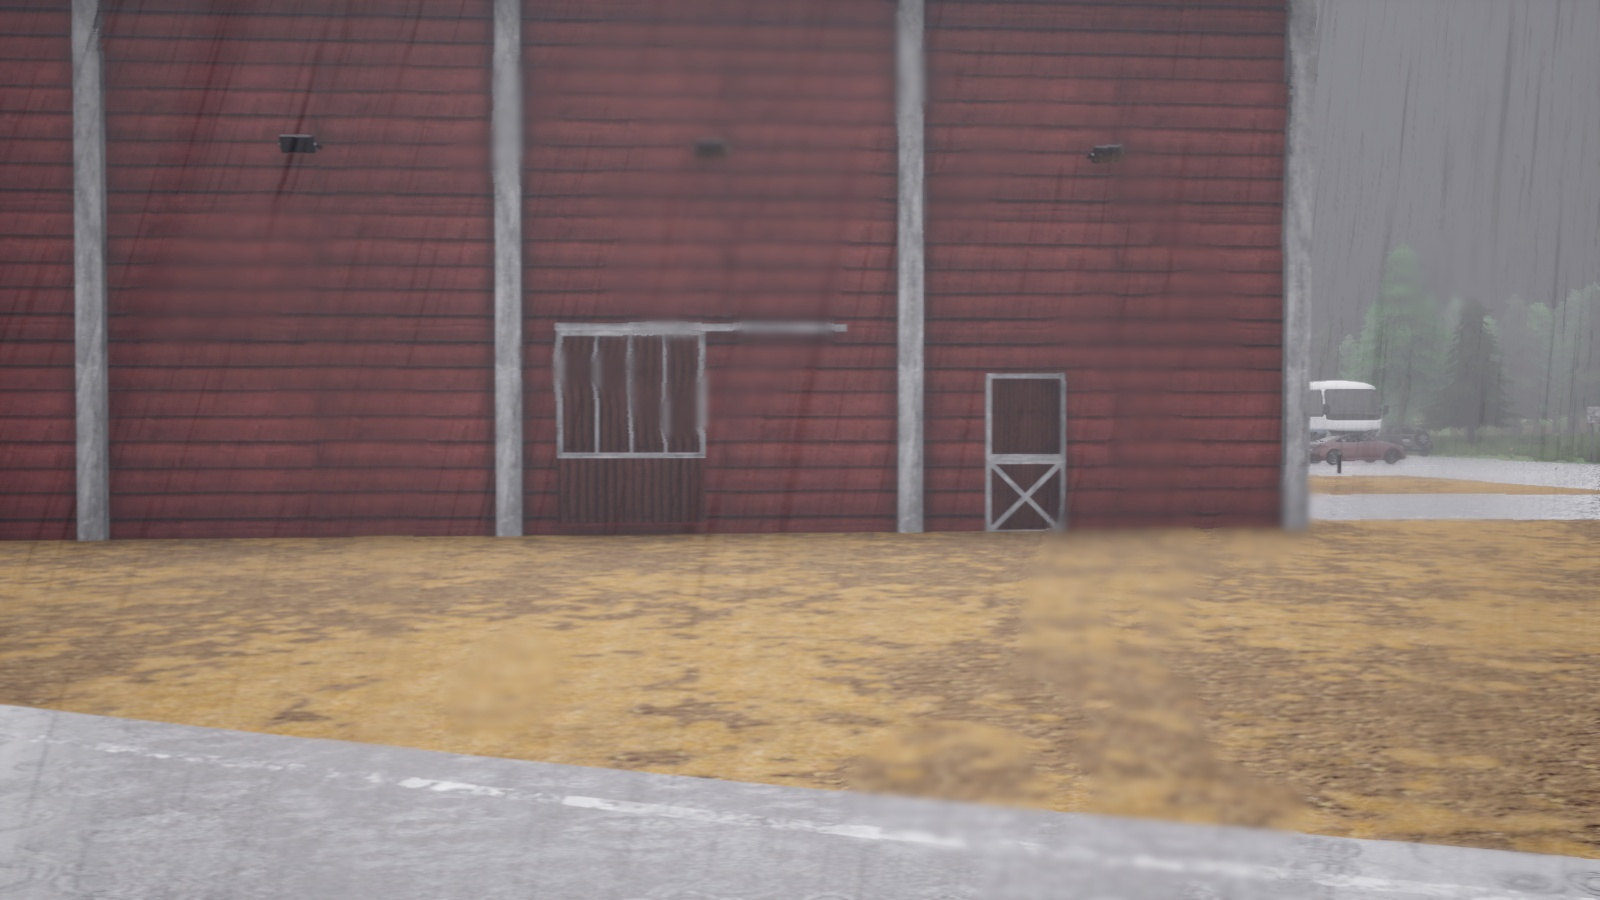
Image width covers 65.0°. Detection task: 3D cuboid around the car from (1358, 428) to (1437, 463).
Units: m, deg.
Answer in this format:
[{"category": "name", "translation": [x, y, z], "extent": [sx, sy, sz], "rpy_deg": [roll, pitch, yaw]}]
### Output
[{"category": "car", "translation": [32.857, -0.265, 69.195], "extent": [1.932, 1.855, 4.605], "rpy_deg": [0, 1, -3]}]

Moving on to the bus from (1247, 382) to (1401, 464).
[{"category": "bus", "translation": [29.274, -1.513, 70.901], "extent": [3.944, 4.253, 10.273], "rpy_deg": [0, 1, -3]}]

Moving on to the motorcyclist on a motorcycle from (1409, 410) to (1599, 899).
[{"category": "motorcyclist on a motorcycle", "translation": [2.505, 0.750, 2.363], "extent": [2.350, 1.649, 0.766], "rpy_deg": [0, 1, 17]}]
